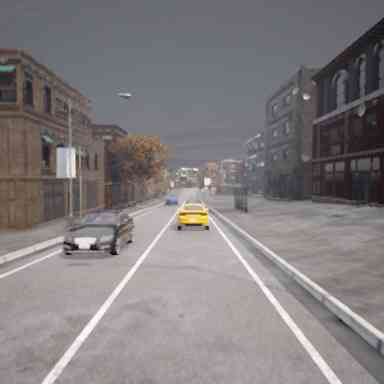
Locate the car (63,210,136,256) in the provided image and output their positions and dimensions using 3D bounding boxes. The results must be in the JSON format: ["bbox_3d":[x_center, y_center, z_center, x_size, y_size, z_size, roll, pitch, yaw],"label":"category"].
[{"bbox_3d":[-3.449,1.489,13.145,2.128,1.511,4.902,0,0,0],"label":"car"}]

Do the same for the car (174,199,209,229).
[{"bbox_3d":[0.071,1.482,21.677,1.882,1.535,5.008,0,0,0],"label":"car"}]

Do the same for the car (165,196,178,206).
[{"bbox_3d":[-3.202,1.446,53.836,1.882,1.535,5.008,0,0,1],"label":"car"}]

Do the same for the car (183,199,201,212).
[{"bbox_3d":[0.042,1.576,40.110,2.033,1.411,5.357,0,0,0],"label":"car"}]
